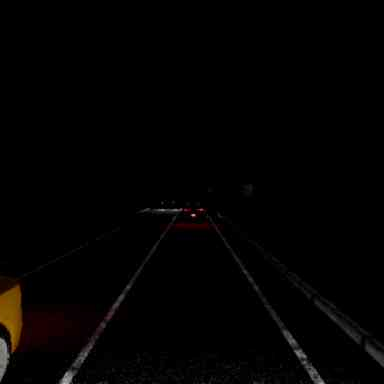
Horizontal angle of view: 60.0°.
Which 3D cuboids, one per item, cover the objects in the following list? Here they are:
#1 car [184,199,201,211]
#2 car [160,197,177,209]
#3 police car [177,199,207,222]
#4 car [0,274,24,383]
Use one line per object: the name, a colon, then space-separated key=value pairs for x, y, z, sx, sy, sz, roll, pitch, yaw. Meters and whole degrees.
car: x=0.098 y=1.569 z=42.945 sx=2.033 sy=1.411 sz=5.357 roll=0 pitch=-1 yaw=0
car: x=-3.085 y=1.401 z=45.087 sx=2.097 sy=1.767 sz=4.553 roll=0 pitch=-1 yaw=0
police car: x=0.100 y=1.493 z=26.068 sx=2.038 sy=1.542 sz=4.974 roll=0 pitch=0 yaw=0
car: x=-3.100 y=1.477 z=2.225 sx=1.882 sy=1.535 sz=5.008 roll=0 pitch=0 yaw=0
